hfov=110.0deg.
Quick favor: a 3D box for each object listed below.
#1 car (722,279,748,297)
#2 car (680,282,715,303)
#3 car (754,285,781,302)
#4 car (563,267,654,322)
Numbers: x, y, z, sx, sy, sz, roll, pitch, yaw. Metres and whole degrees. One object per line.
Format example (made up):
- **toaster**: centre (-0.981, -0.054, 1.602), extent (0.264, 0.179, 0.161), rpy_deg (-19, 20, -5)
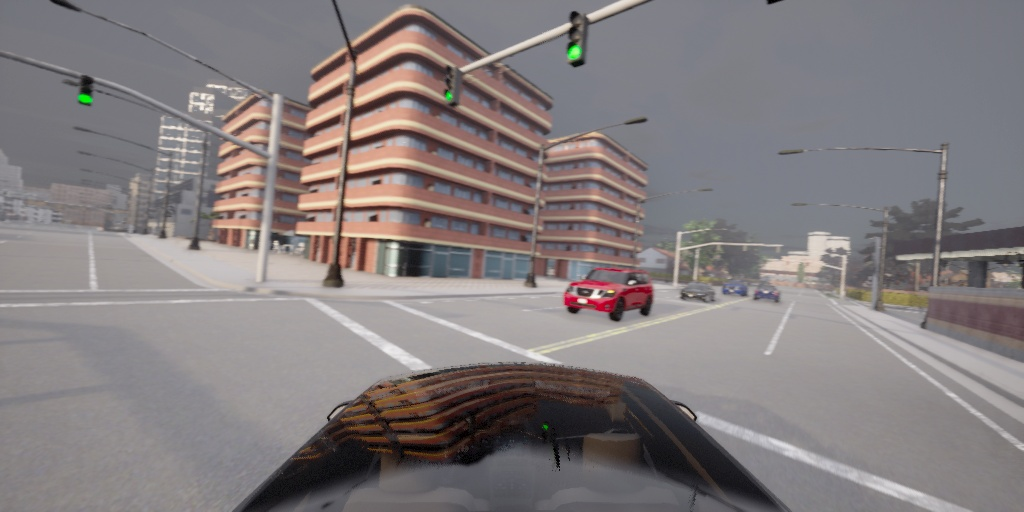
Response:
- **car**: centre (27.481, 3.918, 44.083), extent (2.150, 2.045, 5.566), rpy_deg (4, -1, 39)
- **car**: centre (14.904, 2.859, 28.662), extent (1.837, 1.490, 4.892), rpy_deg (4, -1, 39)
- **car**: centre (27.424, 3.904, 38.454), extent (2.097, 1.767, 4.553), rpy_deg (4, -1, 39)
- **car**: centre (4.413, 1.520, 15.631), extent (2.150, 2.045, 5.566), rpy_deg (4, -1, 39)
